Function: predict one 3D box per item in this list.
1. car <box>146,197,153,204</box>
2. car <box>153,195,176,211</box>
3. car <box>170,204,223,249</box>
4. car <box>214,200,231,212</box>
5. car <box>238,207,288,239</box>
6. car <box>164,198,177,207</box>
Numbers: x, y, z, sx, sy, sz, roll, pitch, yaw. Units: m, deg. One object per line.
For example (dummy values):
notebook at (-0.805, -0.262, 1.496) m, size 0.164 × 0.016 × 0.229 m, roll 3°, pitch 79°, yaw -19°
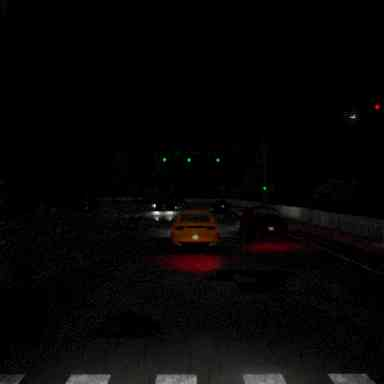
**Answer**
car at (-7.648, 1.706, 66.683) m, size 1.882 × 1.535 × 5.008 m, roll 0°, pitch 0°, yaw -29°
car at (-3.464, 1.371, 44.073) m, size 2.150 × 2.045 × 5.566 m, roll 0°, pitch 0°, yaw 1°
car at (0.134, 1.539, 14.851) m, size 1.882 × 1.535 × 5.008 m, roll 0°, pitch 0°, yaw 0°
car at (3.697, 1.701, 41.544) m, size 1.994 × 1.385 × 4.181 m, roll 0°, pitch 0°, yaw 0°
car at (3.640, 1.539, 17.747) m, size 1.882 × 1.535 × 5.008 m, roll 0°, pitch 0°, yaw 0°
car at (-3.673, 1.735, 55.302) m, size 2.033 × 1.411 × 5.357 m, roll 0°, pitch 0°, yaw -5°
